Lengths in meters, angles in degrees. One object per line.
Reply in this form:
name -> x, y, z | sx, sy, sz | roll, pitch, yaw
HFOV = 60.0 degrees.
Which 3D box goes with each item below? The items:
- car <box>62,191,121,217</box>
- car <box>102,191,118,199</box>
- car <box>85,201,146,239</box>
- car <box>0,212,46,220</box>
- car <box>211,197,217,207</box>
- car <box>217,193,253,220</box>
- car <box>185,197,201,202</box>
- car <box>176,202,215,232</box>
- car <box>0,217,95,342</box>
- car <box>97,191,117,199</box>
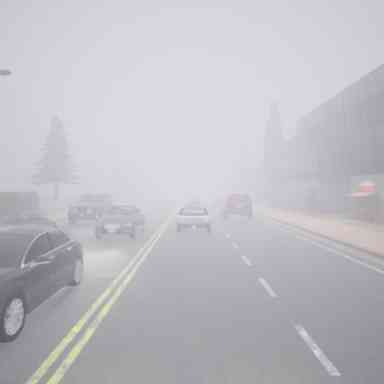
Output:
car -> -6.997, 1.112, 23.896 | 2.150, 2.045, 5.566 | 0, 0, 0
car -> -21.401, 0.762, 86.795 | 3.866, 1.878, 1.905 | 0, 0, 0
car -> -3.498, 1.414, 16.955 | 2.128, 1.511, 4.902 | 0, 0, 0
car -> -7.015, 1.503, 13.369 | 1.994, 1.385, 4.181 | 0, 0, 1
car -> 3.572, 1.365, 43.808 | 1.994, 1.385, 4.181 | 0, 0, 0
car -> 3.515, 1.101, 26.977 | 2.150, 2.045, 5.566 | 0, 0, 0
car -> 0.094, 1.340, 40.978 | 1.812, 1.442, 4.674 | 0, 0, 0
car -> 0.103, 1.512, 19.533 | 1.895, 1.301, 4.718 | 0, 0, 0
car -> -3.579, 1.476, 6.481 | 1.837, 1.490, 4.892 | 0, 0, 0
car -> -21.458, 0.772, 83.901 | 4.605, 1.855, 1.932 | 0, 0, 0
